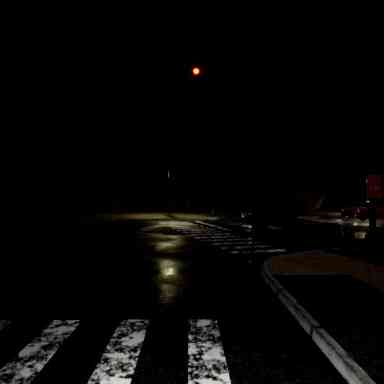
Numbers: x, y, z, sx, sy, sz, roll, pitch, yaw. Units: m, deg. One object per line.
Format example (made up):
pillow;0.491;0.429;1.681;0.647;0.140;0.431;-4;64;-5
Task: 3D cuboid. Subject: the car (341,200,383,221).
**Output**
car;15.479;1.589;29.303;4.553;1.767;2.097;1;0;-17

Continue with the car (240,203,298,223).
car;6.096;1.619;26.212;4.674;1.442;1.812;1;0;-19
